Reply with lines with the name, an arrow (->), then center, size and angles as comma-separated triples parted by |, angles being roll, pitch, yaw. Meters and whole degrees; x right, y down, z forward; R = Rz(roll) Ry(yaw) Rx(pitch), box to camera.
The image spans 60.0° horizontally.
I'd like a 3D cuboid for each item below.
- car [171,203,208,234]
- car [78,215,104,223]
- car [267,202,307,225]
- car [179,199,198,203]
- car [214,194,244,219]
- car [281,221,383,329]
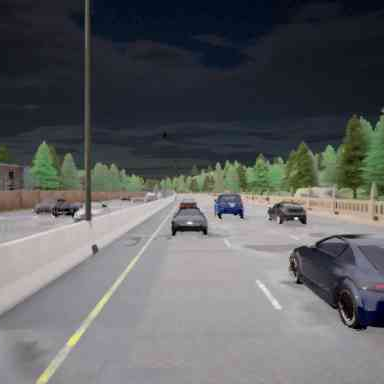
car -> -0.149, 1.566, 19.140 | 1.994, 1.385, 4.181 | 0, 0, -1
car -> -7.429, 1.549, 25.331 | 1.812, 1.442, 4.674 | 0, 0, -1
car -> 6.785, 1.486, 24.138 | 1.837, 1.490, 4.892 | 0, 0, -1
car -> -0.391, 1.481, 36.778 | 1.882, 1.535, 5.008 | 0, 0, -1
car -> 3.211, 1.214, 29.565 | 2.150, 2.045, 5.566 | 0, 0, -1
car -> 3.482, 1.554, 6.903 | 1.994, 1.385, 4.181 | 0, 0, 0
